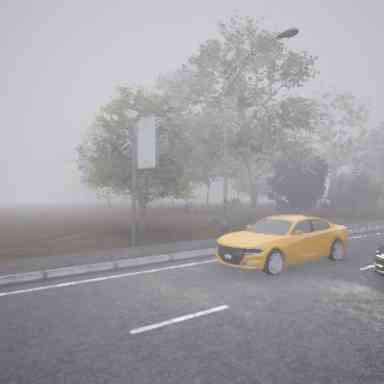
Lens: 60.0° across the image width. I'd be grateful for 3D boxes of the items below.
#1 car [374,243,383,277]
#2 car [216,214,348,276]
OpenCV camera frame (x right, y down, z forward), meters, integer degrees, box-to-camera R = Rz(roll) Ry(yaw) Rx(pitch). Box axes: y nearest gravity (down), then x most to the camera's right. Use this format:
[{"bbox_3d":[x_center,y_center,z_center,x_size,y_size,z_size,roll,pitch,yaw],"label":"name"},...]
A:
[{"bbox_3d":[6.814,1.508,9.058,4.892,1.490,1.837,0,0,-37],"label":"car"},{"bbox_3d":[2.985,1.484,10.569,5.008,1.535,1.882,0,0,-37],"label":"car"}]
